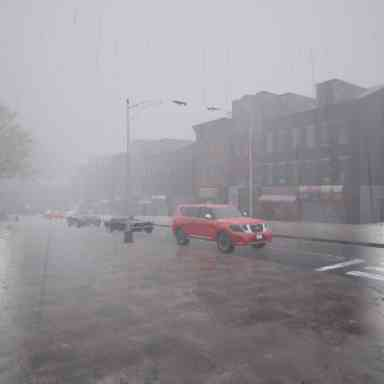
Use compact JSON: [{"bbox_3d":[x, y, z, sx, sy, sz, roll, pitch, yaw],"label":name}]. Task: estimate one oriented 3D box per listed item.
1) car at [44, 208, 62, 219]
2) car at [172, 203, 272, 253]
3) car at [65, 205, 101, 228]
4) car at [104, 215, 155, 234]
[{"bbox_3d":[-22.686,3.481,54.325,2.097,1.767,4.553,0,-2,-36],"label":"car"},{"bbox_3d":[1.160,1.566,15.837,2.150,2.045,5.566,0,-2,-35],"label":"car"},{"bbox_3d":[-10.490,2.441,32.167,2.097,1.767,4.553,0,-2,-35],"label":"car"},{"bbox_3d":[-4.556,2.291,23.841,1.895,1.301,4.718,0,-2,-36],"label":"car"}]
